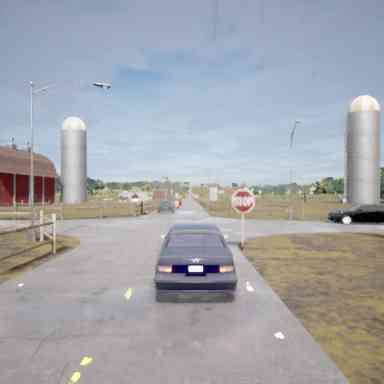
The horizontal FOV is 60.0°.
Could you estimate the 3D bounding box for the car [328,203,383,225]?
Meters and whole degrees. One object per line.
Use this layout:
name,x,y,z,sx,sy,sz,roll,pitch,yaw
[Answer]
car,12.659,1.595,24.536,5.008,1.535,1.882,0,1,1

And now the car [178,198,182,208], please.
car,-2.991,1.570,49.311,2.097,1.767,4.553,0,0,0

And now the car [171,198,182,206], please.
car,-2.998,1.854,64.688,1.882,1.535,5.008,0,-1,0

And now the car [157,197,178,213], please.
car,-2.968,1.655,38.721,1.837,1.490,4.892,0,0,0

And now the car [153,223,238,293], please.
car,0.070,1.553,9.003,2.033,1.411,5.357,0,0,0
